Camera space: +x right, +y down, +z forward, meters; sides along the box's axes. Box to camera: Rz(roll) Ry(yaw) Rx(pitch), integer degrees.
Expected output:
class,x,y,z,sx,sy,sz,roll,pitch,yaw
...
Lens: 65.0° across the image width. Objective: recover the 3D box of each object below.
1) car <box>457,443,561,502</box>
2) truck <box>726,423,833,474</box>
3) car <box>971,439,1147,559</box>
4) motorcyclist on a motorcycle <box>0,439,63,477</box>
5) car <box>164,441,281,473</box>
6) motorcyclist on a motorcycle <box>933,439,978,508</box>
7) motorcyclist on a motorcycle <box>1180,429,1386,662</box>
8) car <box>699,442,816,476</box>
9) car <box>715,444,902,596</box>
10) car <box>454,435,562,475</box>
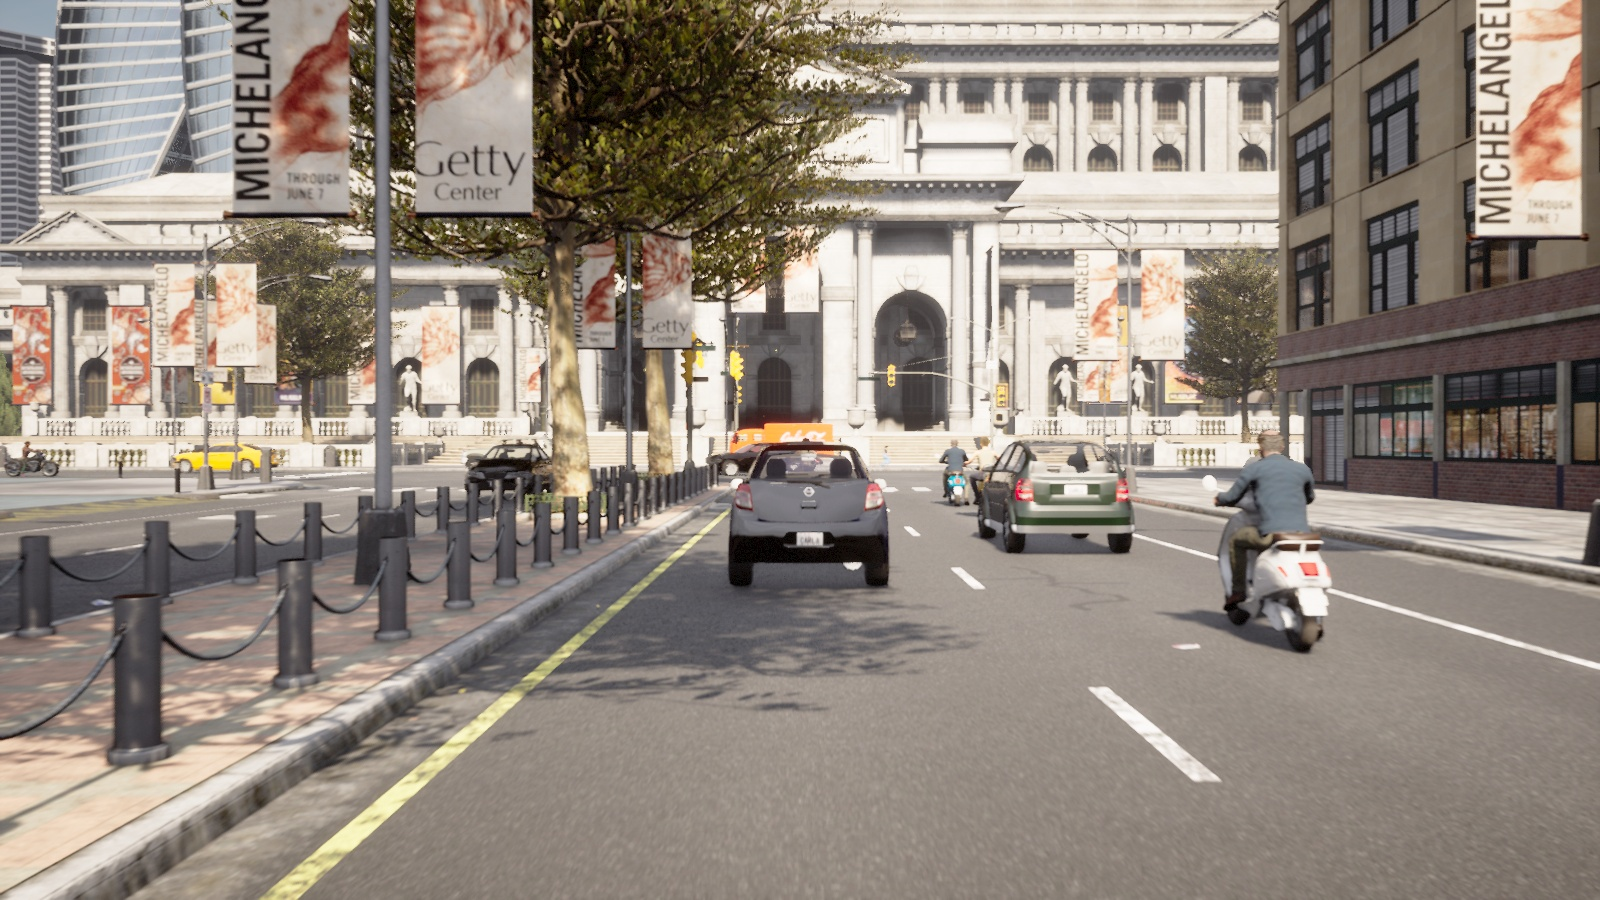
class,x,y,z,sx,sy,sz,roll,pitch,yaw
car,-7.796,0.560,34.009,1.816,1.474,4.193,0,0,0
truck,-1.005,-0.097,62.503,5.204,2.467,2.627,0,0,1
car,3.617,0.624,18.178,1.789,1.549,3.705,0,0,0
motorcyclist on a motorcycle,-34.175,0.351,55.824,2.350,1.649,0.766,0,0,0
car,-28.830,0.343,62.776,5.008,1.535,1.882,0,0,1
motorcyclist on a motorcycle,3.661,0.533,29.704,0.866,1.590,1.817,0,0,1
motorcyclist on a motorcycle,3.569,0.649,9.476,0.866,1.590,1.817,0,0,0
car,-1.954,0.395,57.426,5.008,1.535,1.882,0,0,-20
car,0.096,0.679,14.205,1.845,1.501,3.633,0,0,0
car,-13.708,0.215,59.128,4.605,1.855,1.932,0,0,1
